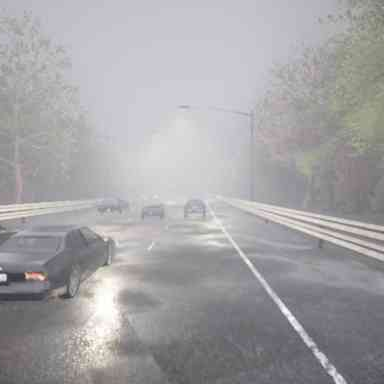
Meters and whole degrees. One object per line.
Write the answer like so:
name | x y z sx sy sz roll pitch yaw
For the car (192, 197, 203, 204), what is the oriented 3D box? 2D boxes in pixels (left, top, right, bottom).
car | 1.065 1.507 59.909 1.895 1.301 4.718 0 0 2

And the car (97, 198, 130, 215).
car | -6.682 1.185 28.865 1.895 1.301 4.718 -4 0 0

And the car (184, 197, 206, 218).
car | 0.270 1.331 29.746 2.033 1.649 4.856 0 0 1

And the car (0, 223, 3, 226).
car | -6.851 1.503 10.073 1.837 1.490 4.892 0 0 0

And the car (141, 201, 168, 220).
car | -3.142 1.488 28.470 2.128 1.511 4.902 0 0 1

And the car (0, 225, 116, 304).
car | -3.370 1.546 8.349 2.033 1.411 5.357 0 0 0
